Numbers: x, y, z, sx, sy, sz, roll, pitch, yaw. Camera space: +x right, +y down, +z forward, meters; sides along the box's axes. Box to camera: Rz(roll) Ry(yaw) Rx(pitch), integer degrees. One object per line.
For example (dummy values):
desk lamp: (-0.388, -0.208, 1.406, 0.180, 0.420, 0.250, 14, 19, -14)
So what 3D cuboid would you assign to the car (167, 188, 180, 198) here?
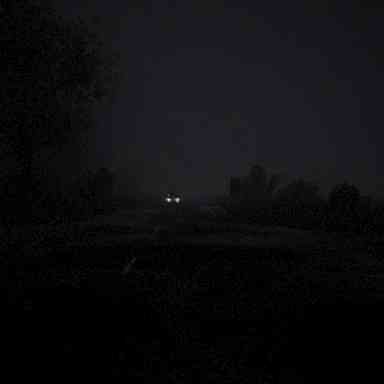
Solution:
car: (-3.503, 0.148, 64.774, 2.150, 2.045, 5.566, 0, 1, 0)
